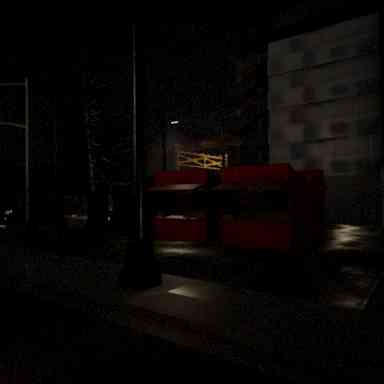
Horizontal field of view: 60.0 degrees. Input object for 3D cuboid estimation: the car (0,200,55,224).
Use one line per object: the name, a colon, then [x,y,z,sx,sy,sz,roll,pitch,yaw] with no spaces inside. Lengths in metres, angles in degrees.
car: [-12.900,1.491,26.270,2.097,1.767,4.553,-1,-1,36]

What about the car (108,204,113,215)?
car: [-7.191,1.663,34.121,1.812,1.442,4.674,-1,-1,36]
